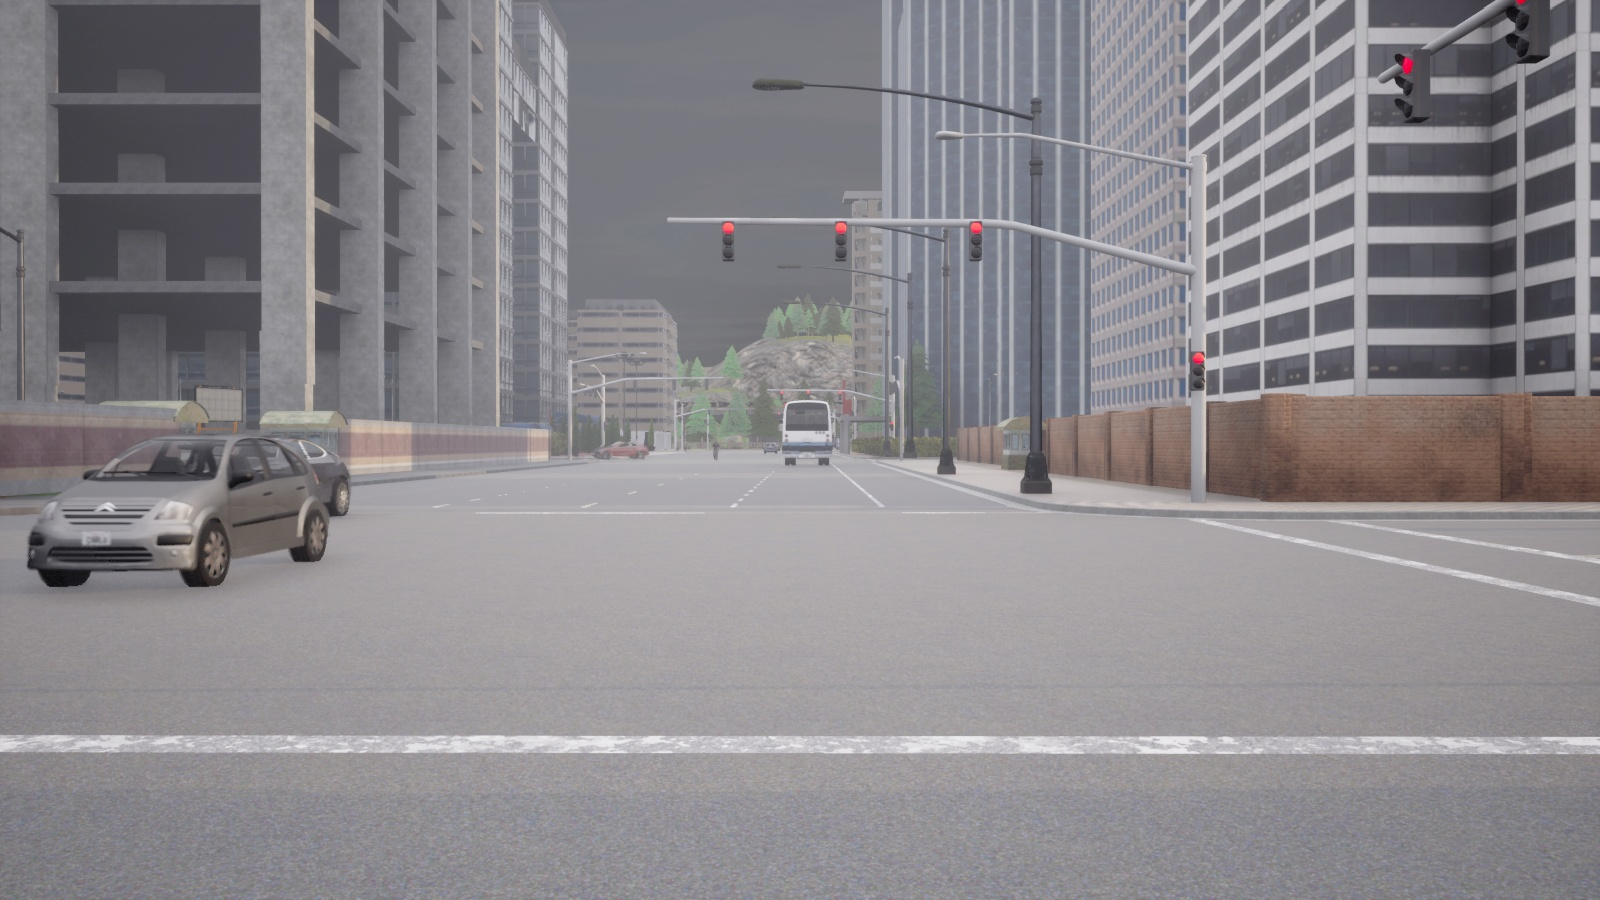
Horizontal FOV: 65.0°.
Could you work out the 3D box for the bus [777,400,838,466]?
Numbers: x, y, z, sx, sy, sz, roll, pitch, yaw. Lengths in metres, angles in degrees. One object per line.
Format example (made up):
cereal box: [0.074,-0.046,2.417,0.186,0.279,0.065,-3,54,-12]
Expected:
bus: [0.487,-1.117,86.421,3.944,4.253,10.273,0,0,0]

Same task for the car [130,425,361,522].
car: [-10.353,0.381,23.972,2.152,1.651,5.027,0,0,0]

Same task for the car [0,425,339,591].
car: [-6.906,0.559,14.260,1.851,1.617,3.988,0,0,0]
